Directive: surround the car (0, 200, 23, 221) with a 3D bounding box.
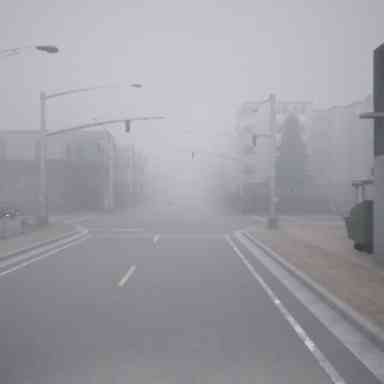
[{"bbox_3d":[-15.838,1.209,25.148,5.566,2.045,2.150,1,0,0],"label":"car"}]

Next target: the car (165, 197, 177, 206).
[{"bbox_3d":[-3.529,1.615,56.996,1.837,1.490,4.892,0,0,1],"label":"car"}]
